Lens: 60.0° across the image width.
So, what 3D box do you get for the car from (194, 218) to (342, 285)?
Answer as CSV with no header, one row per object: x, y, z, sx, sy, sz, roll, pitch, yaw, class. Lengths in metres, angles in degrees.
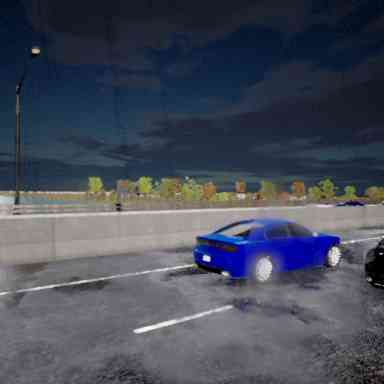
2.390,1.514,9.723,5.008,1.535,1.882,0,0,-35,car

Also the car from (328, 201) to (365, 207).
17.939,1.724,37.787,4.674,1.442,1.812,0,0,-34,car

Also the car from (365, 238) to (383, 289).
6.083,1.554,8.044,4.892,1.490,1.837,0,0,-35,car

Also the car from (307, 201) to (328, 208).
16.187,1.801,40.829,4.718,1.301,1.895,0,0,-34,car

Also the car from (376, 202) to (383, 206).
21.487,1.689,35.967,5.008,1.535,1.882,0,0,-34,car
